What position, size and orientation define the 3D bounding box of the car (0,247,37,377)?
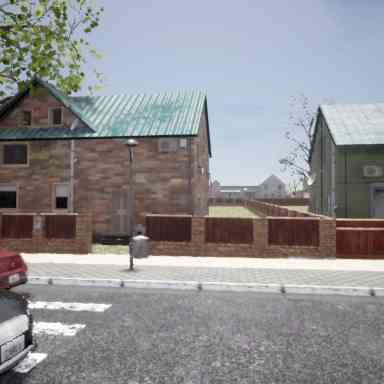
[{"bbox_3d":[-4.488,1.561,4.212,4.902,1.511,2.128,0,-2,8],"label":"car"}]
